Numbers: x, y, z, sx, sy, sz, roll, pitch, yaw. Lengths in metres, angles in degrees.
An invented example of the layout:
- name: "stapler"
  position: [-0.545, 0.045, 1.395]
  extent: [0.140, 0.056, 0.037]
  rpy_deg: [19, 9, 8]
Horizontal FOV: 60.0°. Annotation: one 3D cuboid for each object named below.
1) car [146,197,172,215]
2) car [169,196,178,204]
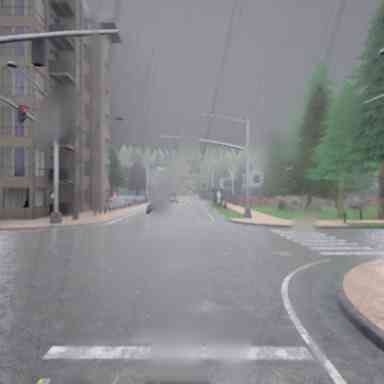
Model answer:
- name: "car"
  position: [-3.511, 1.535, 33.929]
  extent: [2.033, 1.411, 5.357]
  rpy_deg: [0, 0, 0]
- name: "car"
  position: [-3.519, 1.417, 59.248]
  extent: [1.994, 1.385, 4.181]
  rpy_deg: [0, 0, 0]
